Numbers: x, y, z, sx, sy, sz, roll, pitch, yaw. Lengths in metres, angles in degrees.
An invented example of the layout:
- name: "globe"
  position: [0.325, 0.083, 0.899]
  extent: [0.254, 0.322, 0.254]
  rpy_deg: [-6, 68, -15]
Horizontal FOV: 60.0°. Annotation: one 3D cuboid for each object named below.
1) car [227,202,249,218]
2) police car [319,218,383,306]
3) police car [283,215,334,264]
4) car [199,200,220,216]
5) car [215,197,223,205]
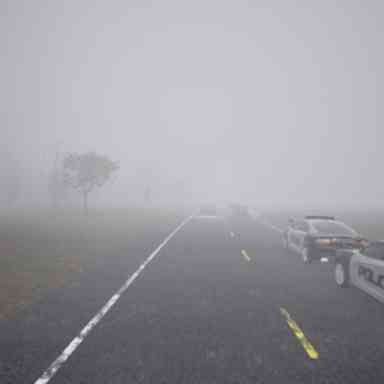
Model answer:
- name: "car"
  position: [5.283, 2.110, 36.778]
  extent: [2.033, 1.411, 5.357]
  rpy_deg: [2, -1, 5]
- name: "police car"
  position: [4.663, 1.649, 7.044]
  extent: [1.930, 1.638, 5.238]
  rpy_deg: [2, -1, 2]
- name: "police car"
  position: [4.903, 1.722, 13.018]
  extent: [1.930, 1.638, 5.238]
  rpy_deg: [2, -1, 3]
- name: "car"
  position: [1.939, 2.049, 39.278]
  extent: [1.994, 1.385, 4.181]
  rpy_deg: [2, -1, 4]
- name: "car"
  position: [6.994, 2.334, 87.913]
  extent: [2.150, 2.045, 5.566]
  rpy_deg: [2, -1, 8]
